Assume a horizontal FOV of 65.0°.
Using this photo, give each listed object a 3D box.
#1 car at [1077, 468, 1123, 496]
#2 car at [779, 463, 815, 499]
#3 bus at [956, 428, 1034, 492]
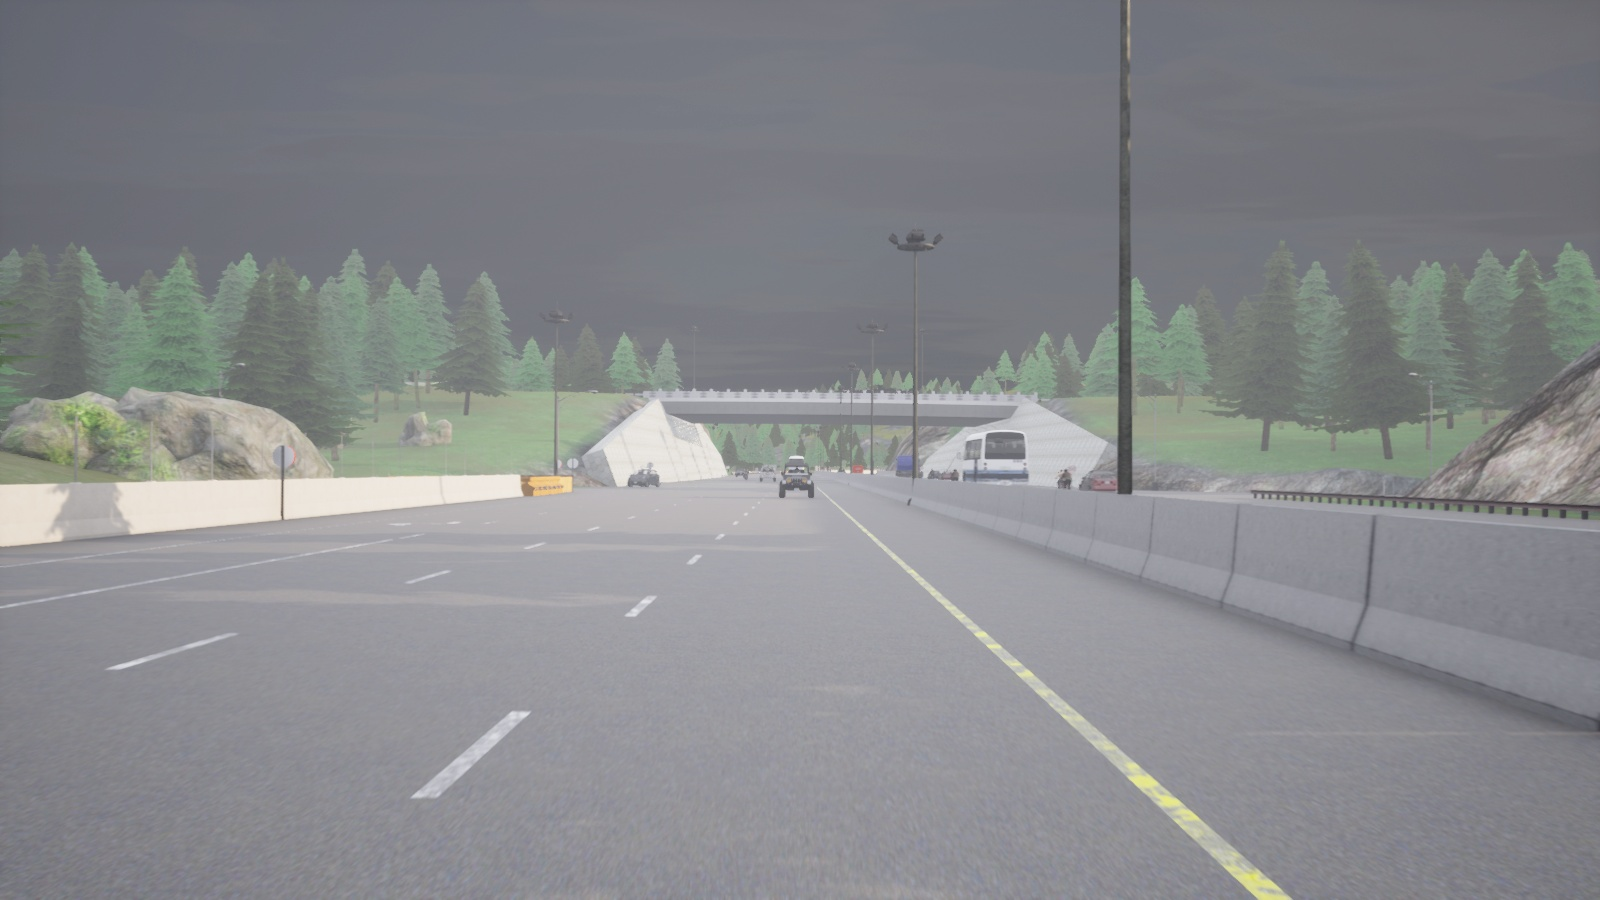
[{"bbox_3d":[17.325,1.826,72.724,1.789,1.549,3.705,0,-1,0],"label":"car"},{"bbox_3d":[-0.163,1.634,67.585,1.905,1.878,3.866,0,-1,0],"label":"car"},{"bbox_3d":[13.778,0.746,89.916,3.944,4.253,10.273,0,-1,0],"label":"bus"}]
